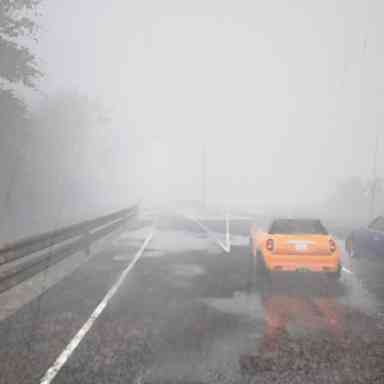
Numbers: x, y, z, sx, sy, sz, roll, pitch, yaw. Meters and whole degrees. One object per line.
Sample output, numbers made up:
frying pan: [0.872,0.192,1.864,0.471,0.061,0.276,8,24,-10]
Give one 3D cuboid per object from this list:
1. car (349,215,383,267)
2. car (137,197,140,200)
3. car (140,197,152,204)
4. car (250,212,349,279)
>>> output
car: [6.507,1.455,10.290,2.097,1.767,4.553,0,-1,6]
car: [-13.989,2.112,92.524,2.097,1.767,4.553,0,-1,-17]
car: [-11.131,2.287,82.626,1.812,1.442,4.674,0,-1,-15]
car: [3.026,1.459,10.657,2.097,1.767,4.553,0,-1,6]
